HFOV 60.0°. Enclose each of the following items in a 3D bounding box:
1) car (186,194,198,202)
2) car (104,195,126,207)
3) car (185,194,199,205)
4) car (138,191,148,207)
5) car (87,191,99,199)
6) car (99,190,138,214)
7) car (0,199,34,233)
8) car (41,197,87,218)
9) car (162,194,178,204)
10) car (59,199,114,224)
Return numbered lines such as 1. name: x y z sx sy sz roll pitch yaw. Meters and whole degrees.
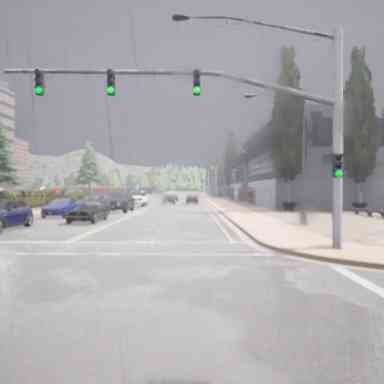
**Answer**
1. car: -0.006 1.080 61.084 1.994 1.385 4.181 0 0 0
2. car: -10.565 1.201 45.755 1.994 1.385 4.181 0 0 0
3. car: -0.005 1.076 50.714 1.882 1.535 5.008 0 0 0
4. car: -7.063 0.878 43.302 2.150 2.045 5.566 0 0 1
5. car: -10.589 1.067 35.869 2.097 1.767 4.553 0 0 0
6. car: -7.079 0.962 32.646 2.150 2.045 5.566 0 0 0
7. car: -10.660 1.207 18.219 2.097 1.767 4.553 0 0 2
8. car: -10.594 1.260 27.355 1.882 1.535 5.008 0 0 0
9. car: -3.505 1.103 50.714 1.837 1.490 4.892 0 0 0
10. car: -7.086 1.418 22.911 1.895 1.301 4.718 0 0 0
